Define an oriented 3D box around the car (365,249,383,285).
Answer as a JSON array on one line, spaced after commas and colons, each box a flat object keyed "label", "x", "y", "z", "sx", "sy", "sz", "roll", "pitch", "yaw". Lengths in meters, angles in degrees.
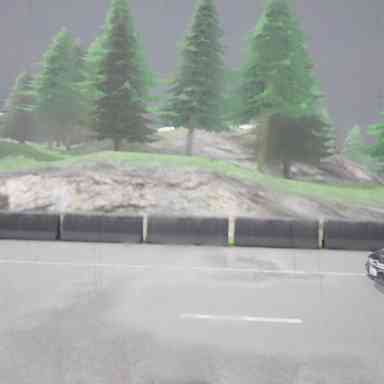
[{"label": "car", "x": 6.381, "y": 1.577, "z": 7.269, "sx": 4.674, "sy": 1.442, "sz": 1.812, "roll": 1, "pitch": 1, "yaw": 4}]
